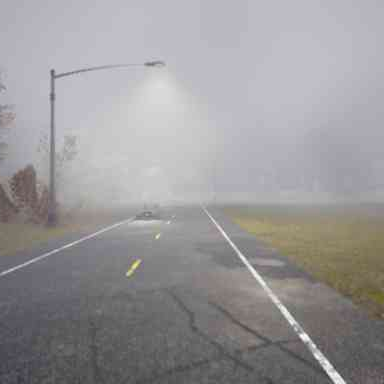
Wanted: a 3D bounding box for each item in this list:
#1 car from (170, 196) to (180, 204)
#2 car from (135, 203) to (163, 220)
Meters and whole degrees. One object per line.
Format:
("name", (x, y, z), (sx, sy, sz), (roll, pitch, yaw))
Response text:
("car", (-3.496, 1.627, 69.635), (1.882, 1.535, 5.008), (0, 0, 0))
("car", (-3.595, 1.625, 28.525), (1.994, 1.385, 4.181), (0, 0, 0))
